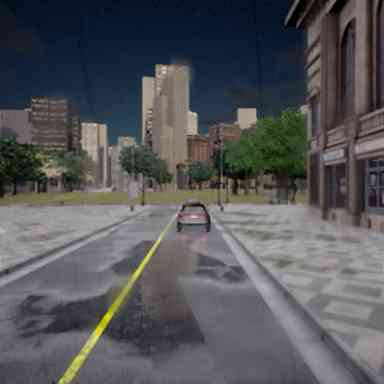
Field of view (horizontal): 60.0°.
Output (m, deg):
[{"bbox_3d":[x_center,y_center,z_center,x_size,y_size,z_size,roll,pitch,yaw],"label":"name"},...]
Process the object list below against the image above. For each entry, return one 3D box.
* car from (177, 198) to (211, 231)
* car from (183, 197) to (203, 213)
[{"bbox_3d":[0.097,1.382,20.113,2.033,1.649,4.856,0,0,0],"label":"car"},{"bbox_3d":[0.094,1.394,36.777,2.128,1.511,4.902,0,0,0],"label":"car"}]
